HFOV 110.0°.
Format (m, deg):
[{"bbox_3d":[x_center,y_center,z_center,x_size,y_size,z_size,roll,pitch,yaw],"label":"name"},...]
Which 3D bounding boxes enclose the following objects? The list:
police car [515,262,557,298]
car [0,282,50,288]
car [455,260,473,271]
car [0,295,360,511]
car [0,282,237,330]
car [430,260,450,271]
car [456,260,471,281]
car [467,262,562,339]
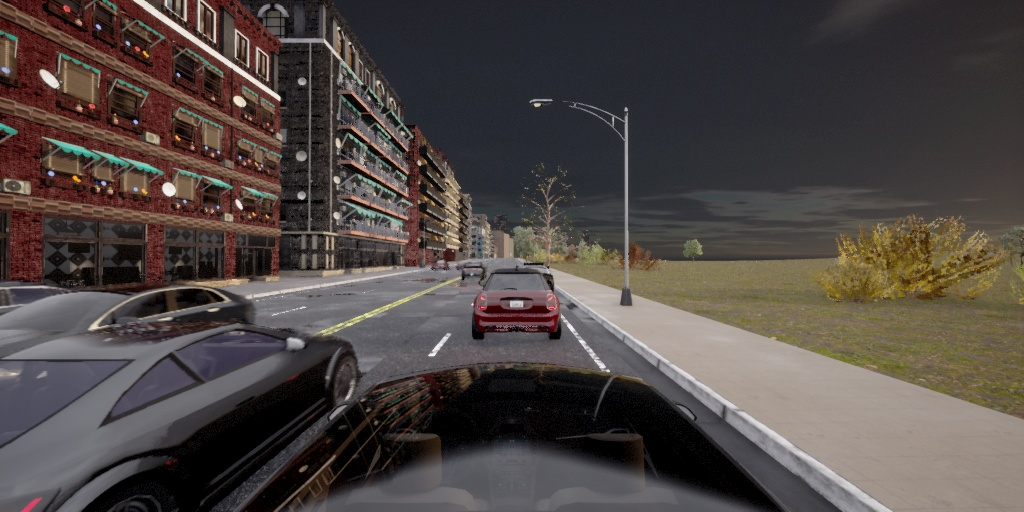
[{"bbox_3d":[1.173,1.178,19.680,1.930,1.638,5.238,0,0,0],"label":"police car"},{"bbox_3d":[-9.843,1.242,6.203,2.128,1.511,4.902,0,0,0],"label":"car"},{"bbox_3d":[-6.502,1.277,49.025,1.812,1.442,4.674,0,0,0],"label":"car"},{"bbox_3d":[-3.149,1.314,3.415,1.994,1.385,4.181,0,0,0],"label":"car"},{"bbox_3d":[-6.595,1.255,5.966,1.837,1.490,4.892,0,0,0],"label":"car"},{"bbox_3d":[-9.752,1.277,49.015,1.812,1.442,4.674,0,0,0],"label":"car"},{"bbox_3d":[-3.093,1.240,30.192,2.128,1.511,4.902,0,0,0],"label":"car"},{"bbox_3d":[0.112,1.103,10.184,2.097,1.767,4.553,0,0,0],"label":"car"}]
